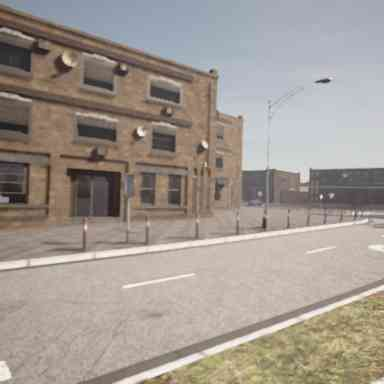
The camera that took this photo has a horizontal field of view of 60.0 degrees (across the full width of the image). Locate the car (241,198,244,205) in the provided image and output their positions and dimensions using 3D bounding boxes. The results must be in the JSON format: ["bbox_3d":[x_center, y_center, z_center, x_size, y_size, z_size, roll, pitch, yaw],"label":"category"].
[{"bbox_3d":[10.343,2.178,77.265,2.185,1.767,4.553,1,-1,42],"label":"car"}]

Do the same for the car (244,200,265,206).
[{"bbox_3d":[14.313,2.417,73.558,2.163,1.488,4.792,1,-1,42],"label":"car"}]
